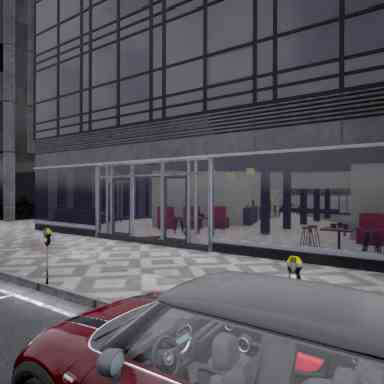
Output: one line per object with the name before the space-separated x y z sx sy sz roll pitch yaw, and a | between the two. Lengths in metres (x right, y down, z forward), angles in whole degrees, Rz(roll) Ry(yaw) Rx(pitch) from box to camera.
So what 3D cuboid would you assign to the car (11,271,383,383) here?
car | 0.248 1.440 2.785 4.097 1.590 1.967 0 0 36
